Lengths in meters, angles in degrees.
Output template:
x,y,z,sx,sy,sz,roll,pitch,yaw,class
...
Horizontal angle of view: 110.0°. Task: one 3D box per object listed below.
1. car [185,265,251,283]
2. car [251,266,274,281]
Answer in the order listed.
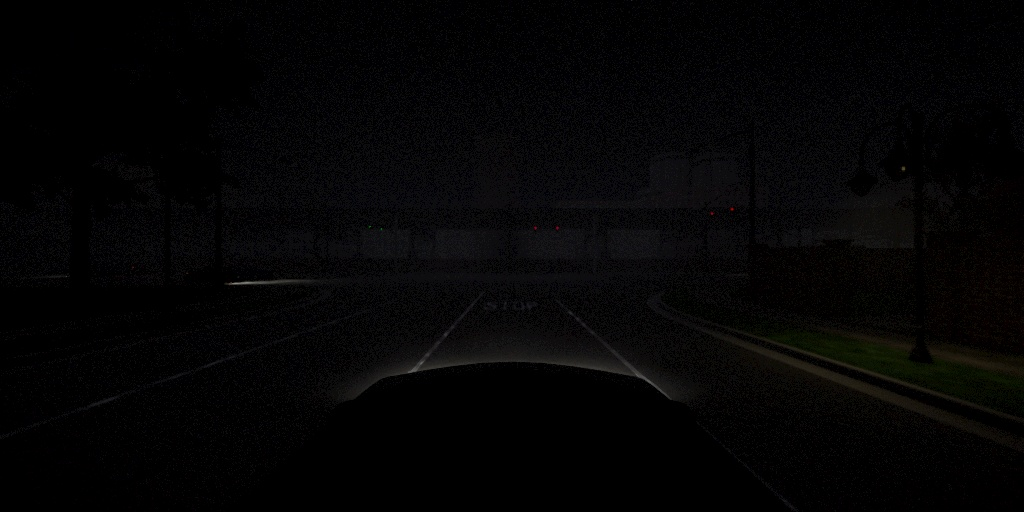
x,y,z,sx,sy,sz,roll,pitch,yaw,class
-25.745,1.646,31.167,4.181,1.385,1.994,0,-1,2,car
-25.774,1.600,34.670,5.008,1.535,1.882,0,-1,2,car
